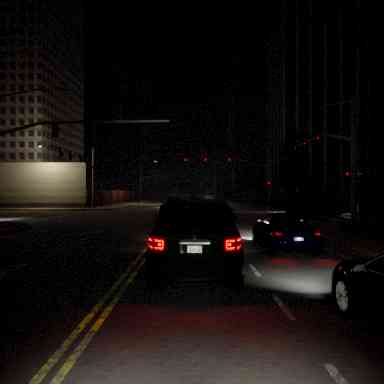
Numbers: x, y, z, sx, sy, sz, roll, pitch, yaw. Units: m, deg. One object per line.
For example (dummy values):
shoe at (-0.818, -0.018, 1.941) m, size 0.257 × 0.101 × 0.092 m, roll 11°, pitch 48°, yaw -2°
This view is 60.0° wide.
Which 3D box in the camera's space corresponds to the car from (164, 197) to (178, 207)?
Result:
car at (-3.295, 1.505, 52.712) m, size 1.837 × 1.490 × 4.892 m, roll 0°, pitch 0°, yaw 0°

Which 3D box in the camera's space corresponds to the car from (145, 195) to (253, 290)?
car at (0.094, 1.221, 9.226) m, size 2.150 × 2.045 × 5.566 m, roll 0°, pitch 0°, yaw 1°

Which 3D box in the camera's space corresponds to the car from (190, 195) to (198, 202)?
car at (0.419, 1.358, 73.879) m, size 1.837 × 1.490 × 4.892 m, roll 0°, pitch 0°, yaw 0°

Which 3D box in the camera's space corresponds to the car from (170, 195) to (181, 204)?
car at (-3.158, 1.477, 65.892) m, size 1.882 × 1.535 × 5.008 m, roll 0°, pitch 0°, yaw 1°

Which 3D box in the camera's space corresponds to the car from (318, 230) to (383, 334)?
car at (3.622, 1.505, 4.590) m, size 1.837 × 1.490 × 4.892 m, roll 0°, pitch 0°, yaw 0°

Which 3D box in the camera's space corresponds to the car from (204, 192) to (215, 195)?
car at (3.919, 1.083, 73.889) m, size 2.150 × 2.045 × 5.566 m, roll 0°, pitch 0°, yaw 0°

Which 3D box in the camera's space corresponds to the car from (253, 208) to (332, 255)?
car at (3.644, 1.564, 13.267) m, size 1.994 × 1.385 × 4.181 m, roll 0°, pitch 0°, yaw 1°

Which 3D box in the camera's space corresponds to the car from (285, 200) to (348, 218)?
car at (10.770, 1.551, 29.447) m, size 4.718 × 1.301 × 1.895 m, roll 0°, pitch 0°, yaw 4°

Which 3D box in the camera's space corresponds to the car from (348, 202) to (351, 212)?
car at (15.835, 1.545, 36.622) m, size 4.718 × 1.301 × 1.895 m, roll 0°, pitch 0°, yaw 0°
